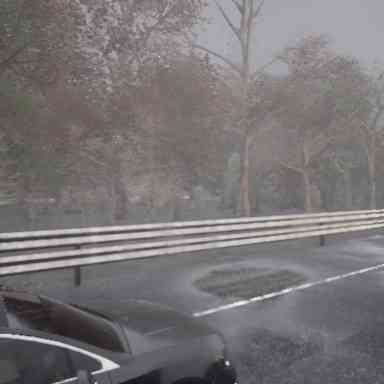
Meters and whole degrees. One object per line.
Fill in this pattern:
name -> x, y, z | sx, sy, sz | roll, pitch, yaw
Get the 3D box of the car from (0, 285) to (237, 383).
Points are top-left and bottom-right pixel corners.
car -> -1.822, 1.505, 2.445 | 4.892, 1.490, 1.837 | 0, 0, -36
